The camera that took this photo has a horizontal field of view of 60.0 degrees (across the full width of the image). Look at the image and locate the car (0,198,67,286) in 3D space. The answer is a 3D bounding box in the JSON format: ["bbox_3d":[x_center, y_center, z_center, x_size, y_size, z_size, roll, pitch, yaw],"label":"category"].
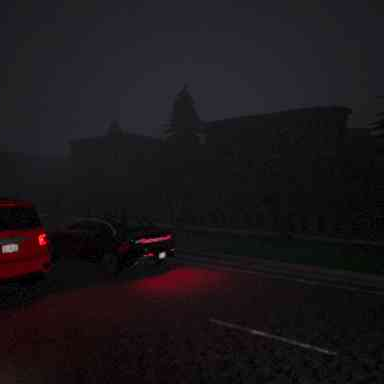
[{"bbox_3d":[-5.672,1.164,7.997,5.566,2.045,2.150,0,0,36],"label":"car"}]

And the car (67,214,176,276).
[{"bbox_3d":[-2.745,1.441,10.198,4.902,1.511,2.128,0,0,36],"label":"car"}]
